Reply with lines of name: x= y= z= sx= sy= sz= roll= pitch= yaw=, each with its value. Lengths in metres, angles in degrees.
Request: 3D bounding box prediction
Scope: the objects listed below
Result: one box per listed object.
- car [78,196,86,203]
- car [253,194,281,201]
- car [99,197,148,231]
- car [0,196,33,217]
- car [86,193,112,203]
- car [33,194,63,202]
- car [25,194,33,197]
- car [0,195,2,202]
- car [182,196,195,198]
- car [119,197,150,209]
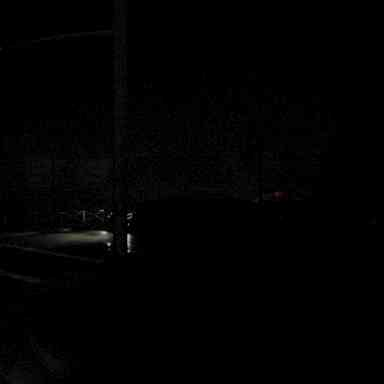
car: x=-18.500 y=1.077 z=60.391 sx=1.905 sy=1.878 sz=3.866 roll=0 pitch=0 yaw=35
car: x=8.393 y=1.221 z=37.074 sx=2.150 sy=2.045 sz=5.566 roll=0 pitch=0 yaw=35
car: x=-3.087 y=1.352 z=20.594 sx=2.097 sy=1.767 sz=4.553 roll=0 pitch=0 yaw=35
car: x=-15.847 y=1.340 z=26.945 sx=2.007 sy=1.523 sz=4.514 roll=0 pitch=0 yaw=35
car: x=-15.890 y=1.097 z=59.048 sx=1.932 sy=1.855 sz=4.605 roll=0 pitch=0 yaw=35
car: x=-28.940 y=1.154 z=67.787 sx=2.152 sy=1.636 sz=5.027 roll=0 pitch=0 yaw=35
car: x=-34.363 y=1.232 z=71.233 sx=1.970 sy=1.475 sz=3.806 roll=0 pitch=0 yaw=35
car: x=-41.427 y=1.298 z=67.598 sx=2.007 sy=1.523 sz=4.514 roll=0 pitch=0 yaw=35
car: x=-0.805 y=1.374 z=48.194 sx=1.845 sy=1.501 sz=3.633 roll=0 pitch=0 yaw=35
car: x=-7.527 y=1.384 z=43.861 sx=1.970 sy=1.475 sz=3.806 roll=0 pitch=0 yaw=35
